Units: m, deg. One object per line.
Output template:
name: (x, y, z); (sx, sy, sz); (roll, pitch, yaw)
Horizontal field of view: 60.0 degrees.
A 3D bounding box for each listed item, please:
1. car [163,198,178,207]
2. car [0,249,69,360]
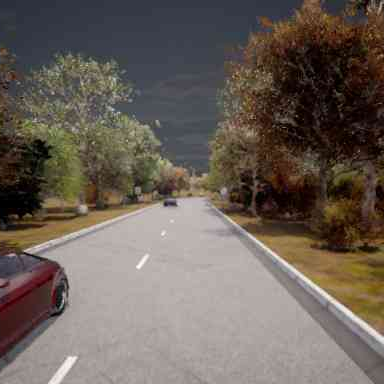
car: (-3.060, 1.483, 47.448); (1.895, 1.301, 4.718); (0, 0, 1)
car: (-3.333, 1.550, 4.664); (1.994, 1.385, 4.181); (0, 0, 0)
